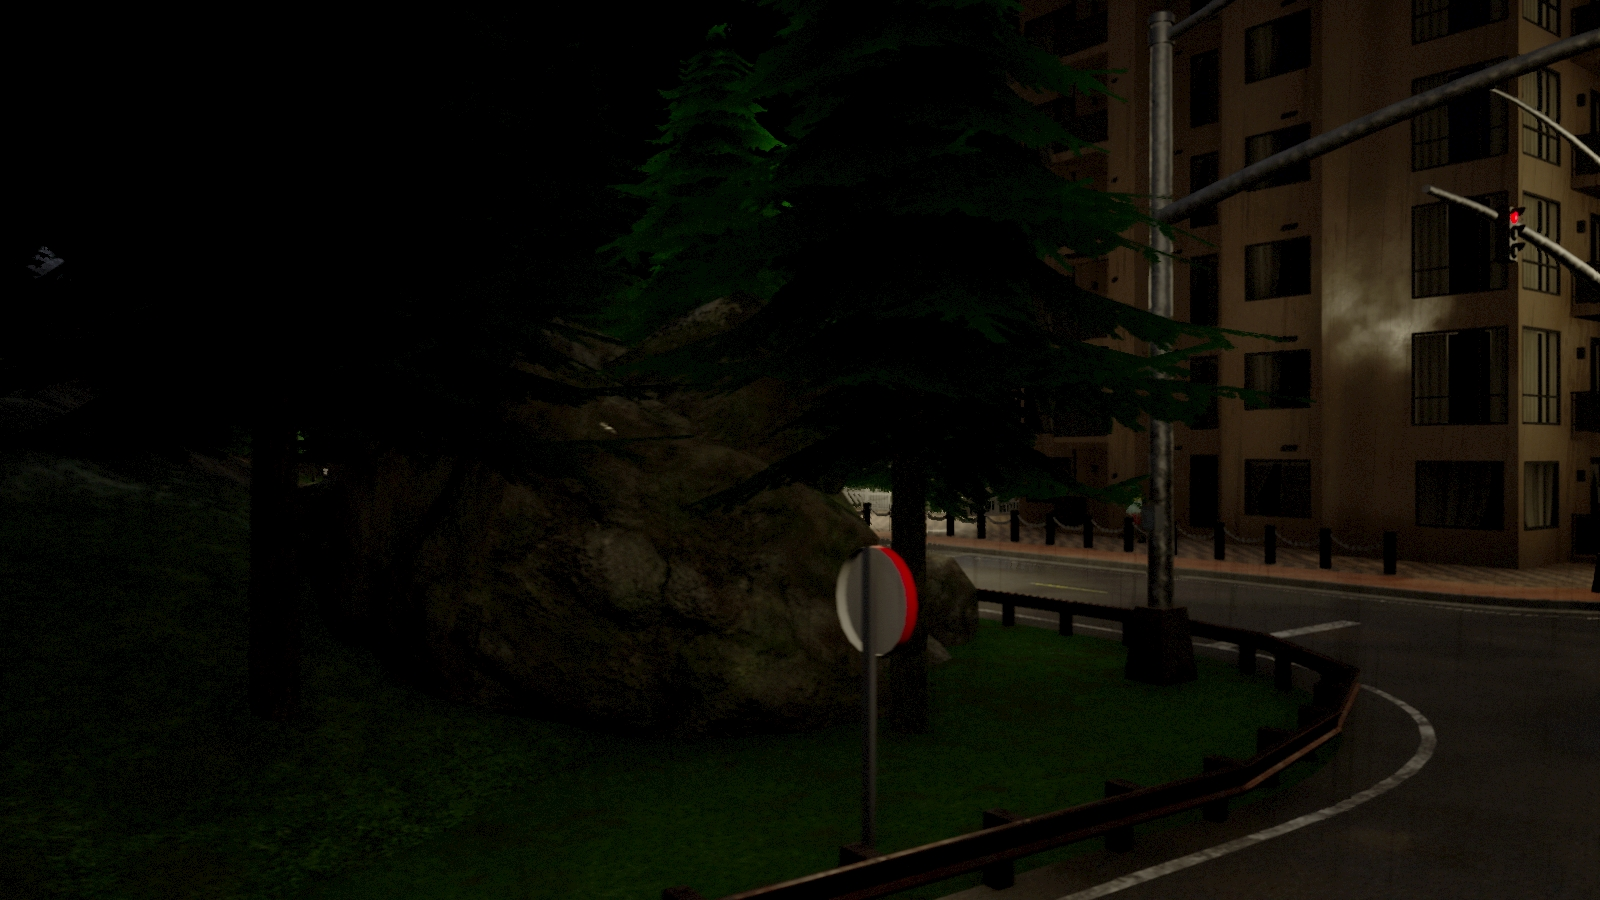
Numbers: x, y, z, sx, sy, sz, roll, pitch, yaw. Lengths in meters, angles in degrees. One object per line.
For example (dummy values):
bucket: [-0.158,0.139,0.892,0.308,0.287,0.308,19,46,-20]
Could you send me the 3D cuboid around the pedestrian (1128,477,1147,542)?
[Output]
pedestrian: [9.671,1.697,32.768,0.375,1.860,0.375,0,0,-36]
